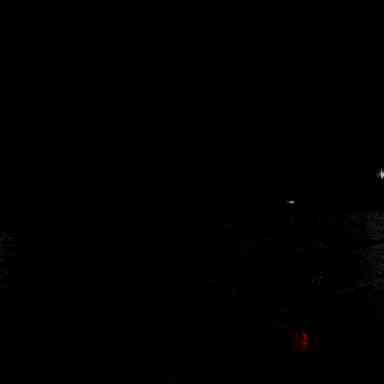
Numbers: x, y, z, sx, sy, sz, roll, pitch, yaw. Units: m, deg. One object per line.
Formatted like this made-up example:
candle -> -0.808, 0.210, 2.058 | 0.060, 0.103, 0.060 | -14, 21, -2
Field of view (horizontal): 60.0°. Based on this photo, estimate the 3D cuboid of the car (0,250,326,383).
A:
car -> -0.820, 1.564, 2.792 | 4.181, 1.385, 1.994 | 0, 0, -36

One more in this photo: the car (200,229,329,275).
car -> 1.383, 1.567, 7.636 | 4.313, 1.339, 1.947 | 0, 0, -36
